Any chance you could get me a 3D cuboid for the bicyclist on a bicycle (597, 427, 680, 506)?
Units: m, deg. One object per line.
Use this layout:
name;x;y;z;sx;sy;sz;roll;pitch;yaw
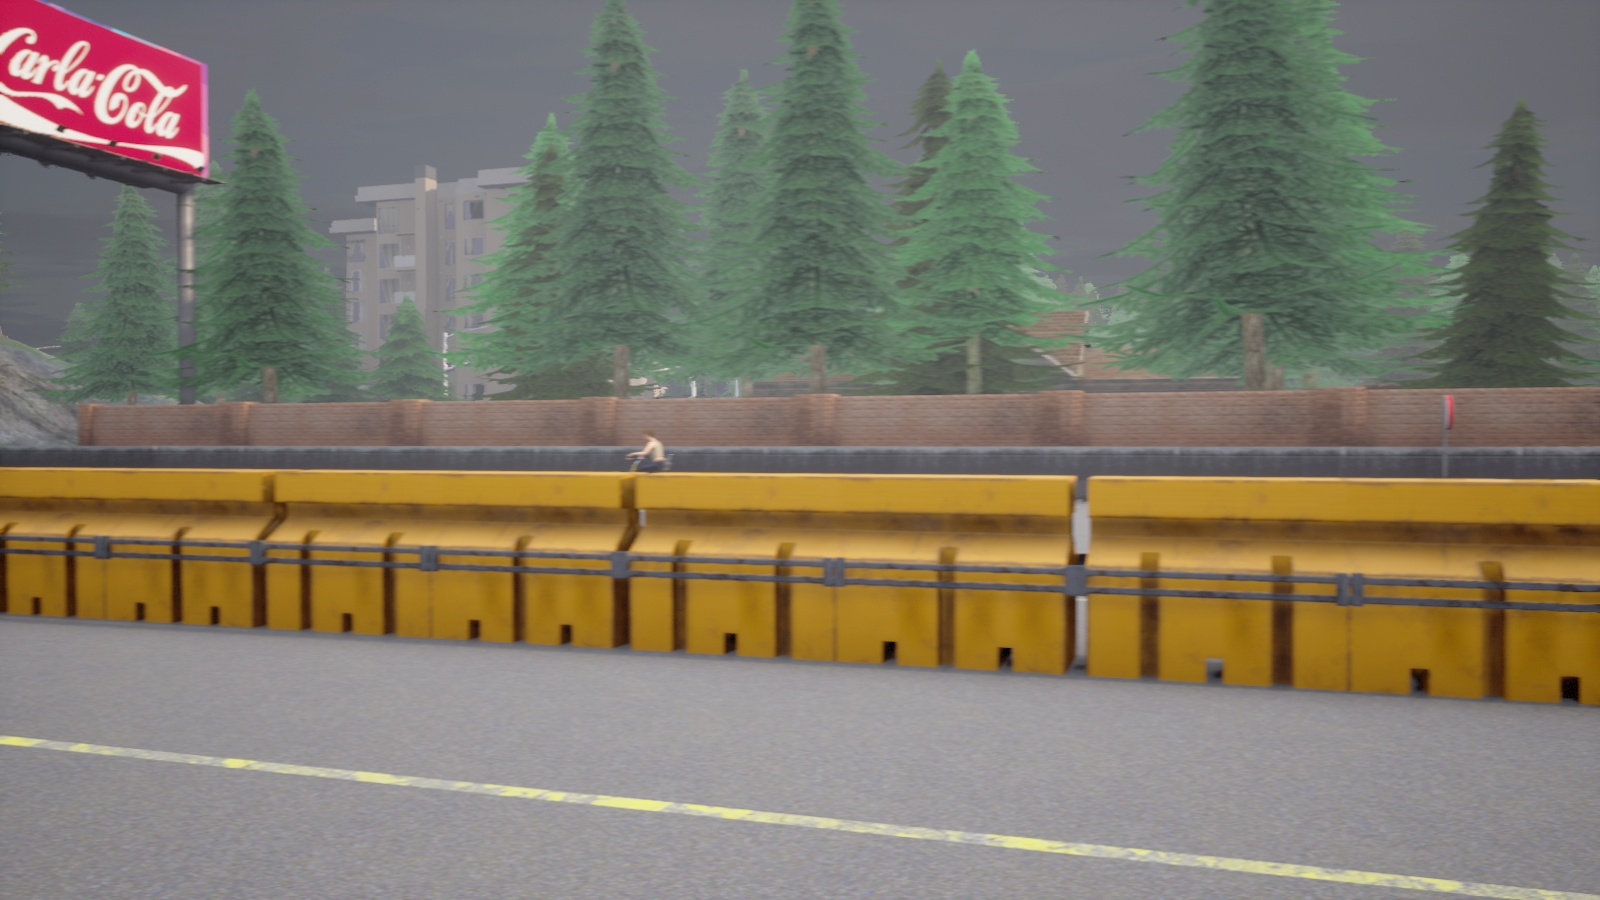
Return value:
bicyclist on a bicycle;-3.400;0.330;26.508;1.509;1.612;0.866;1;1;18
